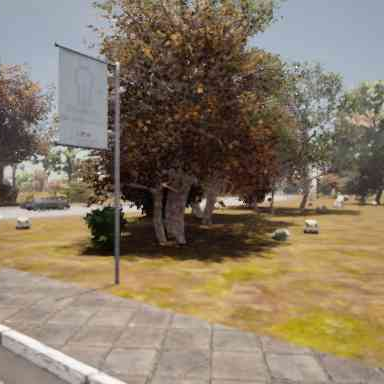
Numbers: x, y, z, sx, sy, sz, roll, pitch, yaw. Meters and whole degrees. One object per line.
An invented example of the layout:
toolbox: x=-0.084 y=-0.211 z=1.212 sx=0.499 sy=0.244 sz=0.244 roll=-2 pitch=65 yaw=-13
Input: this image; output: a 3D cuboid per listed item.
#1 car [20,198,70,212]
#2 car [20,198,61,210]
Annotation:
car: x=-16.947 y=1.475 z=38.669 sx=2.033 sy=1.411 sz=5.357 roll=0 pitch=0 yaw=39
car: x=-18.958 y=1.483 z=41.778 sx=1.994 sy=1.385 sz=4.181 roll=0 pitch=0 yaw=38
